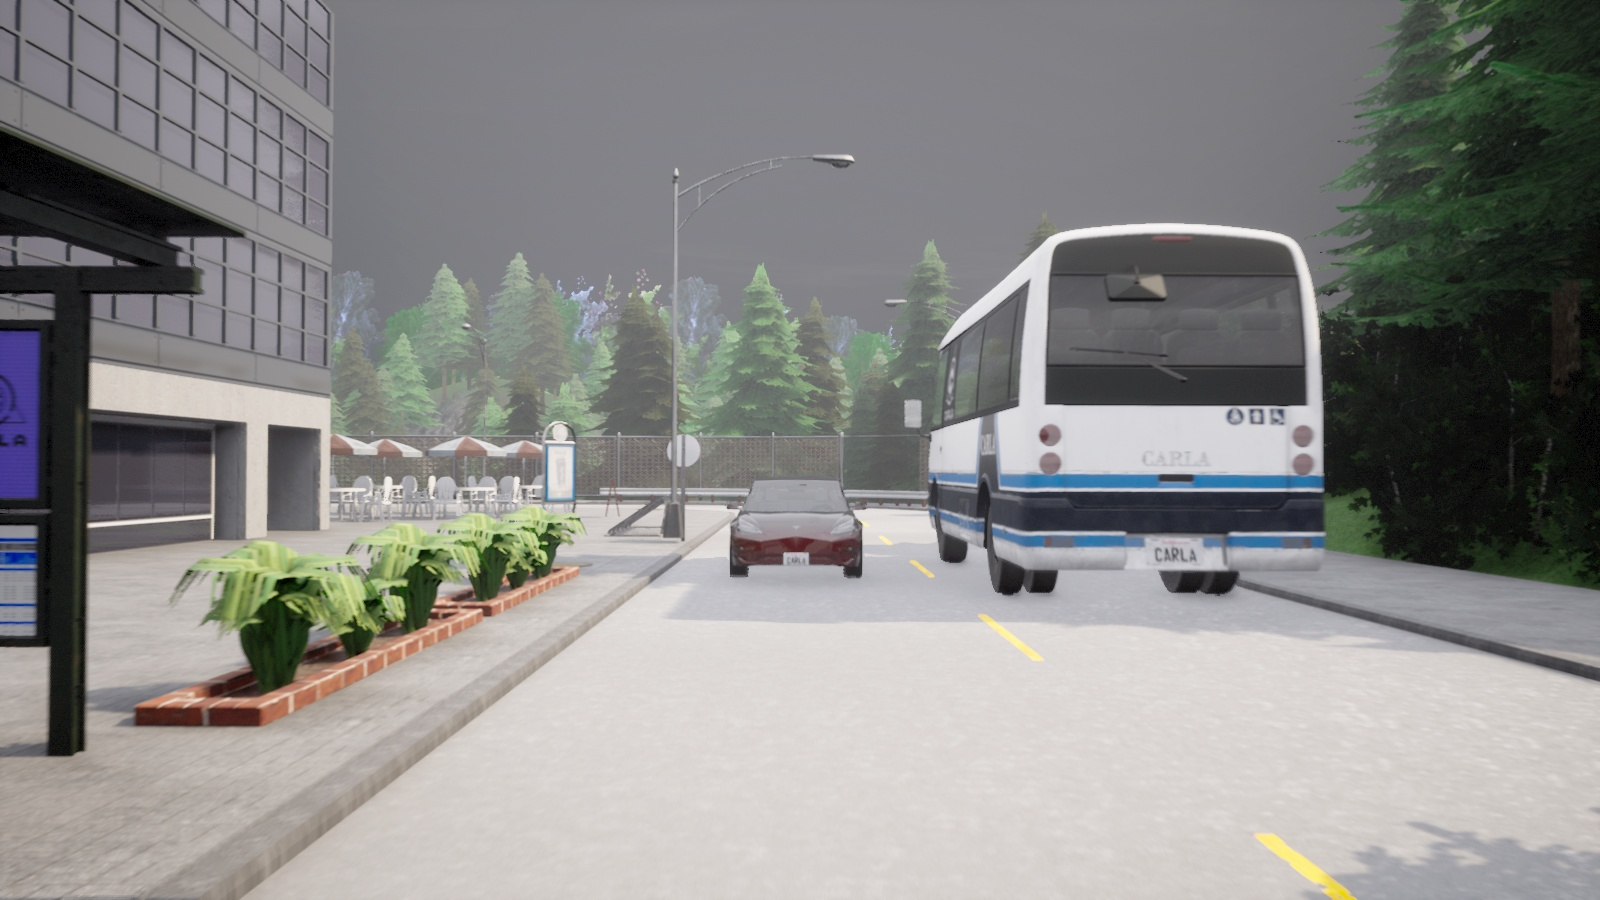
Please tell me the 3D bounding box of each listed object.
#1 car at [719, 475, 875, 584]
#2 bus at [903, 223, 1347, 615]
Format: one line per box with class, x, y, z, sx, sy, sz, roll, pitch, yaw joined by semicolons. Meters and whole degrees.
car;-0.048;1.145;19.812;2.163;1.488;4.792;0;-1;0
bus;3.949;-0.264;18.796;3.944;4.253;10.273;0;-1;0
